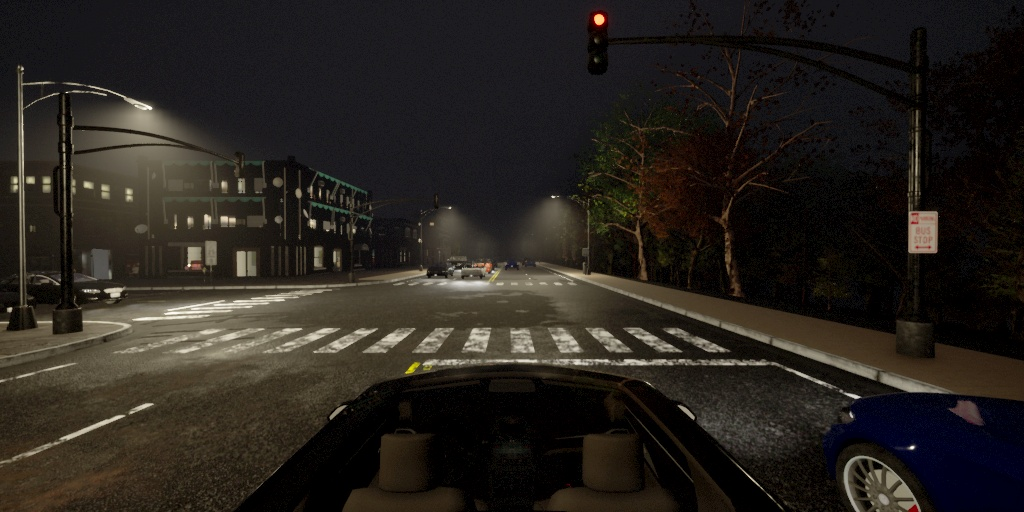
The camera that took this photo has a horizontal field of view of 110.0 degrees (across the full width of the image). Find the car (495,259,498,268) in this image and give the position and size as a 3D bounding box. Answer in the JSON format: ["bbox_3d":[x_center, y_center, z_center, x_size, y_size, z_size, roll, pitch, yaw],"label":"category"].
[{"bbox_3d":[-3.448,1.222,51.269,2.128,1.511,4.902,0,0,0],"label":"car"}]

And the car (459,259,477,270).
[{"bbox_3d":[-6.709,1.221,54.623,2.128,1.511,4.902,0,0,0],"label":"car"}]

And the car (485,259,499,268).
[{"bbox_3d":[-3.445,1.217,61.688,2.128,1.511,4.902,0,0,0],"label":"car"}]

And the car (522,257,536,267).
[{"bbox_3d":[3.212,1.272,63.678,2.033,1.411,5.357,0,0,0],"label":"car"}]

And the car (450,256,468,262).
[{"bbox_3d":[-6.685,0.956,44.220,2.150,2.045,5.566,0,0,0],"label":"car"}]

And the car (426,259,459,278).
[{"bbox_3d":[-6.667,1.286,33.983,2.033,1.411,5.357,0,0,0],"label":"car"}]

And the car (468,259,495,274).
[{"bbox_3d":[-3.432,1.087,41.237,2.097,1.767,4.553,0,0,0],"label":"car"}]

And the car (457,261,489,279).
[{"bbox_3d":[-3.415,1.340,32.265,1.895,1.301,4.718,0,0,0],"label":"car"}]

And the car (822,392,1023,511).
[{"bbox_3d":[3.358,1.276,0.873,1.812,1.442,4.674,0,0,1],"label":"car"}]

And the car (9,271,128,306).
[{"bbox_3d":[-19.654,1.459,15.540,4.902,1.511,2.128,-1,1,0],"label":"car"}]

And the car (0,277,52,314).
[{"bbox_3d":[-19.973,1.564,12.833,4.313,1.339,1.948,0,0,0],"label":"car"}]

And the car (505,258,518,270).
[{"bbox_3d":[-0.021,1.256,53.097,1.812,1.442,4.674,0,0,0],"label":"car"}]
